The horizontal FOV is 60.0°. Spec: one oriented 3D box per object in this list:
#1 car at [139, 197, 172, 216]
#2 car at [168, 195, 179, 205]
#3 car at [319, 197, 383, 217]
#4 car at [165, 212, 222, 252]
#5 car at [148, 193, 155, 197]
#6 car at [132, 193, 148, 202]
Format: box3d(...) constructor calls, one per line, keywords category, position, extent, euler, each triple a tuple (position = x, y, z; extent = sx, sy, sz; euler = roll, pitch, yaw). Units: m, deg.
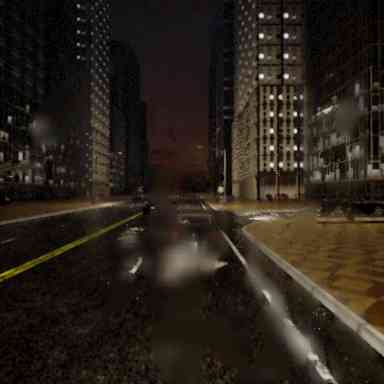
box3d(category="car", position=(-3.153, 1.368, 29.529), extent=(1.994, 1.385, 4.181), euler=(0, 0, 0))
box3d(category="car", position=(-3.147, 1.222, 52.479), extent=(2.033, 1.411, 5.357), euler=(0, 0, 0))
box3d(category="car", position=(12.790, 1.124, 26.432), extent=(5.008, 1.535, 1.882), euler=(-1, -1, 2))
box3d(category="car", position=(0.113, 1.516, 13.478), extent=(1.895, 1.301, 4.718), euler=(0, 0, 1))
box3d(category="car", position=(-9.750, 0.895, 77.153), extent=(1.812, 1.442, 4.674), euler=(0, 0, 0))
box3d(category="car", position=(-9.765, 1.223, 60.910), extent=(1.895, 1.301, 4.718), euler=(0, 0, 0))
